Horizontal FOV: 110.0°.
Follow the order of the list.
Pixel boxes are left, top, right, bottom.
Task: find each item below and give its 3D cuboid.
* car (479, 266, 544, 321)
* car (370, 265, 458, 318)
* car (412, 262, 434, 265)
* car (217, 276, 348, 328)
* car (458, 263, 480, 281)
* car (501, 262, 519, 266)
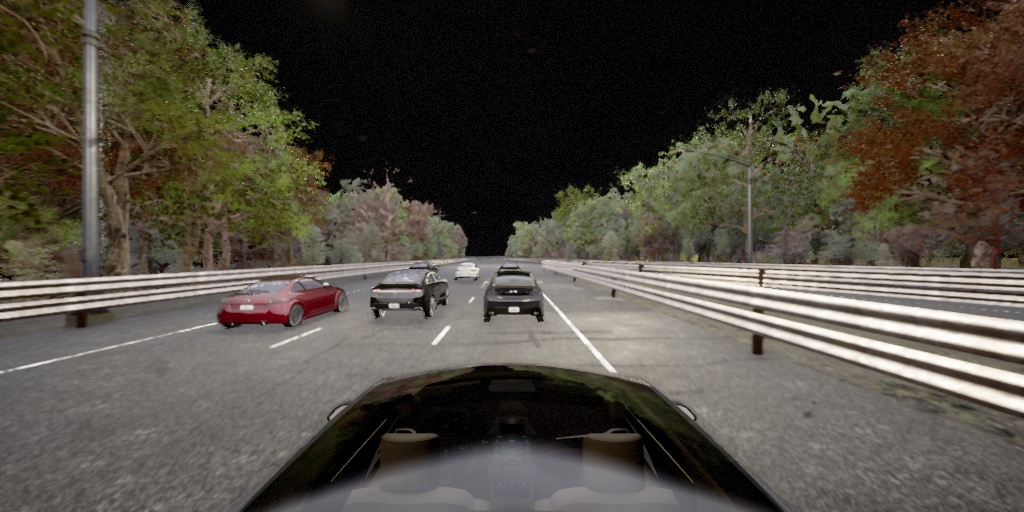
[{"bbox_3d":[0.039,1.255,12.467,1.837,1.490,4.892,0,0,0],"label":"car"},{"bbox_3d":[-3.464,1.243,12.901,2.128,1.511,4.902,0,0,0],"label":"car"},{"bbox_3d":[-7.195,1.251,29.353,2.128,1.511,4.902,0,0,-1],"label":"car"},{"bbox_3d":[-6.953,1.316,11.384,1.994,1.385,4.181,0,0,0],"label":"car"},{"bbox_3d":[-3.716,1.285,30.413,1.812,1.442,4.674,0,0,-1],"label":"car"},{"bbox_3d":[-0.192,1.248,29.261,2.128,1.511,4.902,0,0,-1],"label":"car"}]
